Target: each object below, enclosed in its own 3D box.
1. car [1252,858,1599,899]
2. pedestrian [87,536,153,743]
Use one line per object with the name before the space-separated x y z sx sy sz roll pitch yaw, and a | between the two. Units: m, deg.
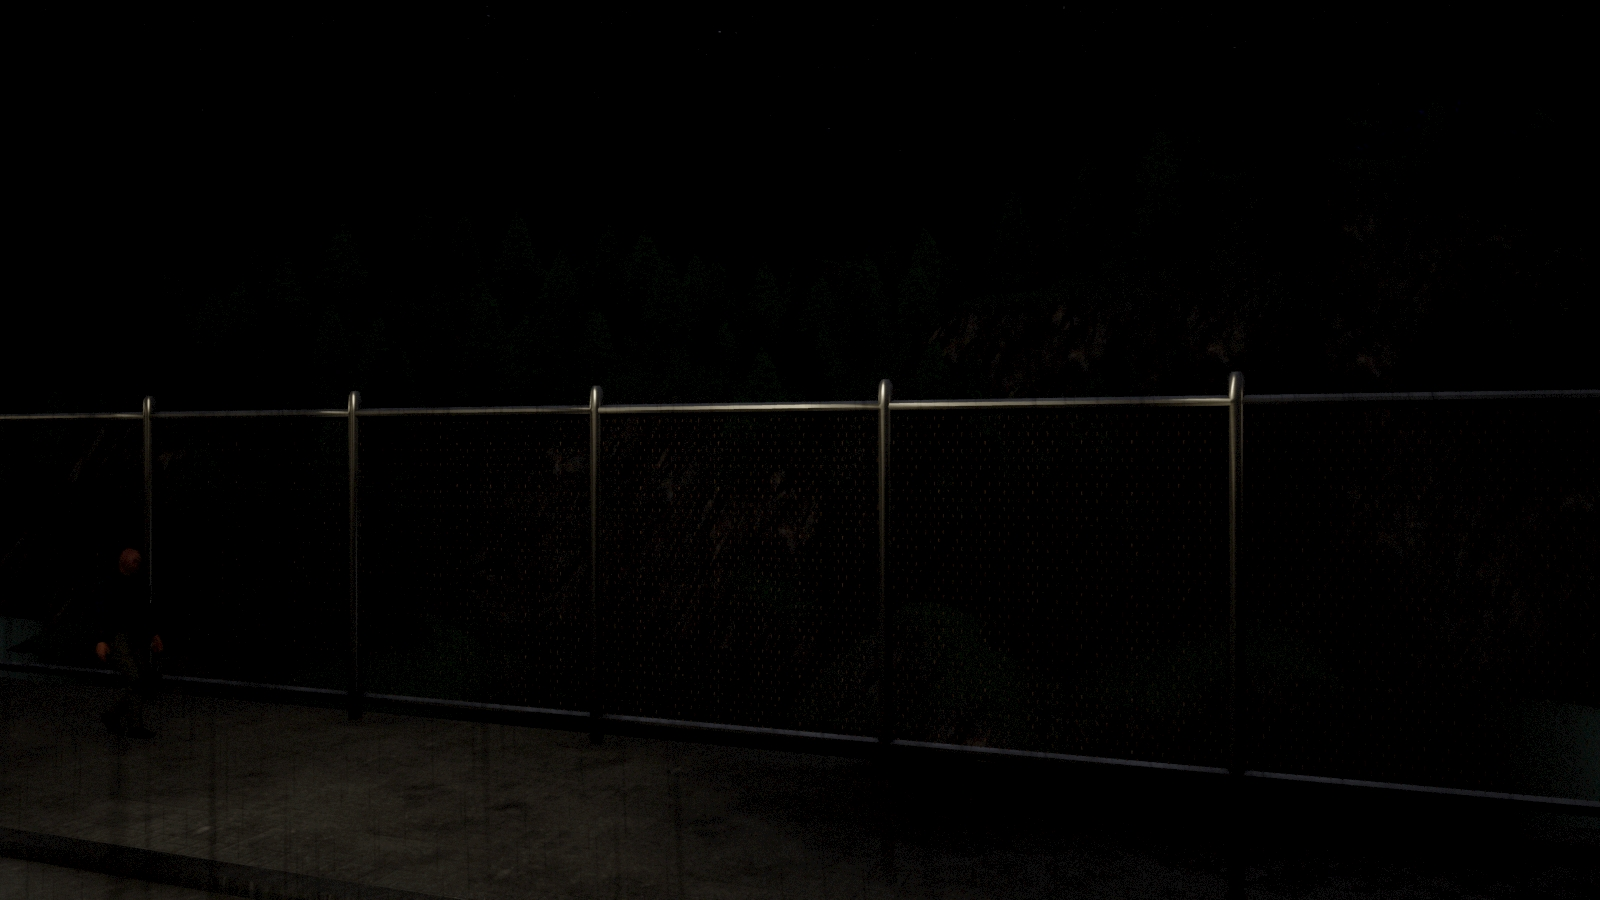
car | 3.566 2.154 2.521 4.718 1.301 1.895 0 0 20
pedestrian | -6.340 1.748 10.656 0.375 1.860 0.375 0 0 11
